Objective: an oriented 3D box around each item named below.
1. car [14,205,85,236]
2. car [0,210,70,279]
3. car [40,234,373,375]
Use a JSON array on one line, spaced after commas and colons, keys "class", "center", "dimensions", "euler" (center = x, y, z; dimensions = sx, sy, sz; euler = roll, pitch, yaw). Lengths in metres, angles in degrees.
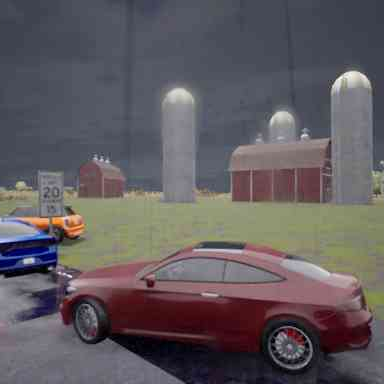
[{"class": "car", "center": [-7.395, 1.379, 15.191], "dimensions": [4.553, 1.767, 2.097], "euler": [0, 0, 3]}, {"class": "car", "center": [-5.717, 1.487, 9.553], "dimensions": [5.008, 1.535, 1.882], "euler": [0, 0, 42]}, {"class": "car", "center": [0.219, 1.533, 5.289], "dimensions": [4.674, 1.442, 1.812], "euler": [0, 0, 16]}]
